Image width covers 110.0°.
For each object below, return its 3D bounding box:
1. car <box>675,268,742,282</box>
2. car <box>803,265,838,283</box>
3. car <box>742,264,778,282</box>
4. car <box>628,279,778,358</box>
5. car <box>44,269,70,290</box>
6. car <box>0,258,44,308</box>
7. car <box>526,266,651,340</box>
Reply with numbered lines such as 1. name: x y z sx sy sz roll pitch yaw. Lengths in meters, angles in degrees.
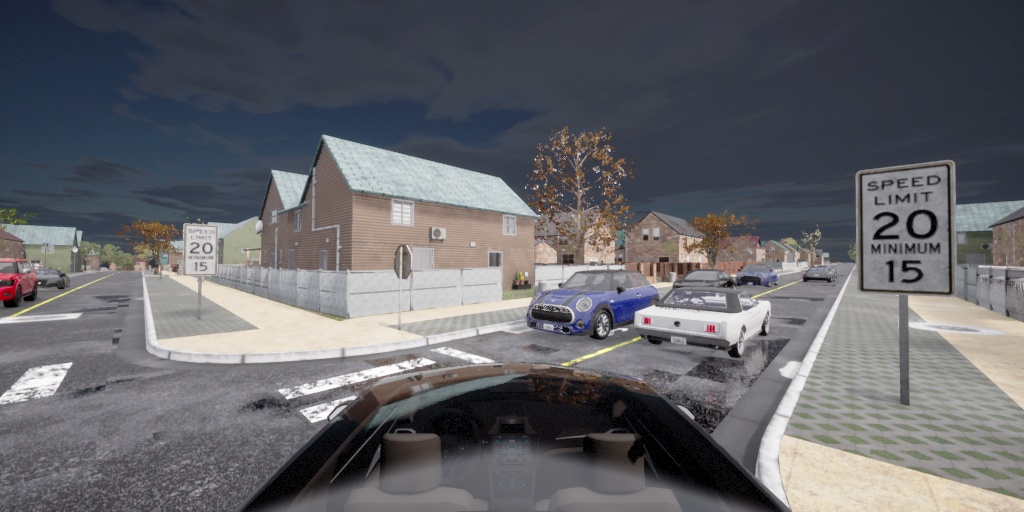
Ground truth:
1. car: 9.594 1.395 17.758 1.882 1.535 5.008 -1 -1 44
2. car: 27.697 1.652 32.353 4.181 1.385 1.994 1 -1 -45
3. car: 18.157 1.372 26.624 2.097 1.767 4.553 -1 -1 44
4. car: 4.868 1.414 8.748 1.895 1.301 4.718 -1 -1 44
5. car: -31.555 1.579 24.162 4.181 1.385 1.994 -1 -2 44
6. car: -22.434 1.102 15.325 5.566 2.045 2.150 -1 -2 44
7. car: 2.491 1.184 10.445 4.553 1.767 2.097 1 -1 -45
